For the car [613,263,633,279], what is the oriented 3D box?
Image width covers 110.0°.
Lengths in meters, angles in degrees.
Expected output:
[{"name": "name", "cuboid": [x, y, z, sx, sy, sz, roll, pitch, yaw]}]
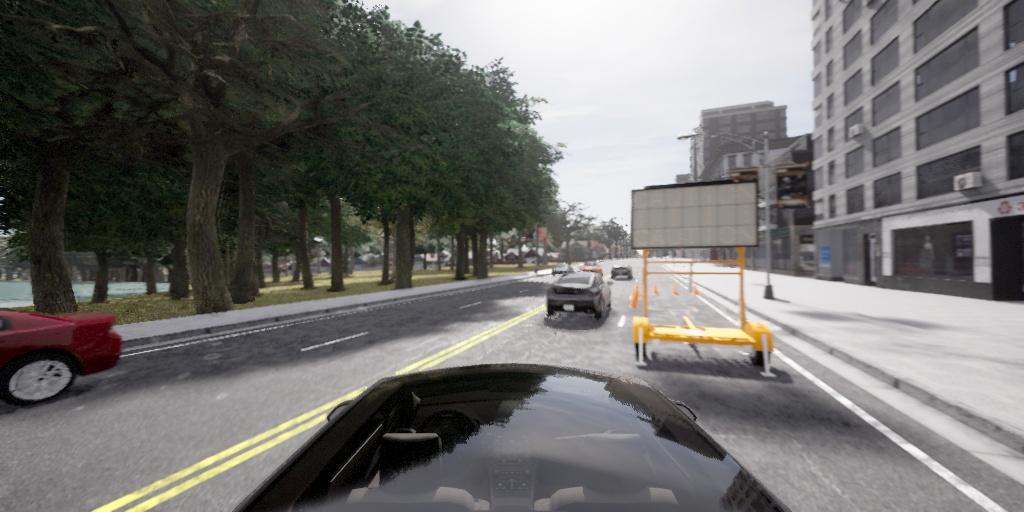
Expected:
[{"name": "car", "cuboid": [11.254, 1.488, 36.694, 2.128, 1.511, 4.902, -1, -1, 20]}]

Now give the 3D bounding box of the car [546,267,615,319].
[{"name": "car", "cuboid": [2.606, 1.351, 13.417, 1.837, 1.490, 4.892, -1, 0, 20]}]

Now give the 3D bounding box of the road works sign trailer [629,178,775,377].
[{"name": "road works sign trailer", "cuboid": [3.836, 0.240, 7.660, 2.380, 3.560, 2.880, 0, 0, 20]}]

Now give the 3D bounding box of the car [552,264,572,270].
[{"name": "car", "cuboid": [5.998, 1.638, 41.781, 2.033, 1.411, 5.357, -1, 0, 20]}]

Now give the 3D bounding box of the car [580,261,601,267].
[{"name": "car", "cuboid": [8.758, 1.400, 39.877, 2.097, 1.767, 4.553, -1, -1, 20]}]

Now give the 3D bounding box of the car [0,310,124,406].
[{"name": "car", "cuboid": [-8.025, 1.325, 4.047, 1.882, 1.535, 5.008, -1, -1, 20]}]
